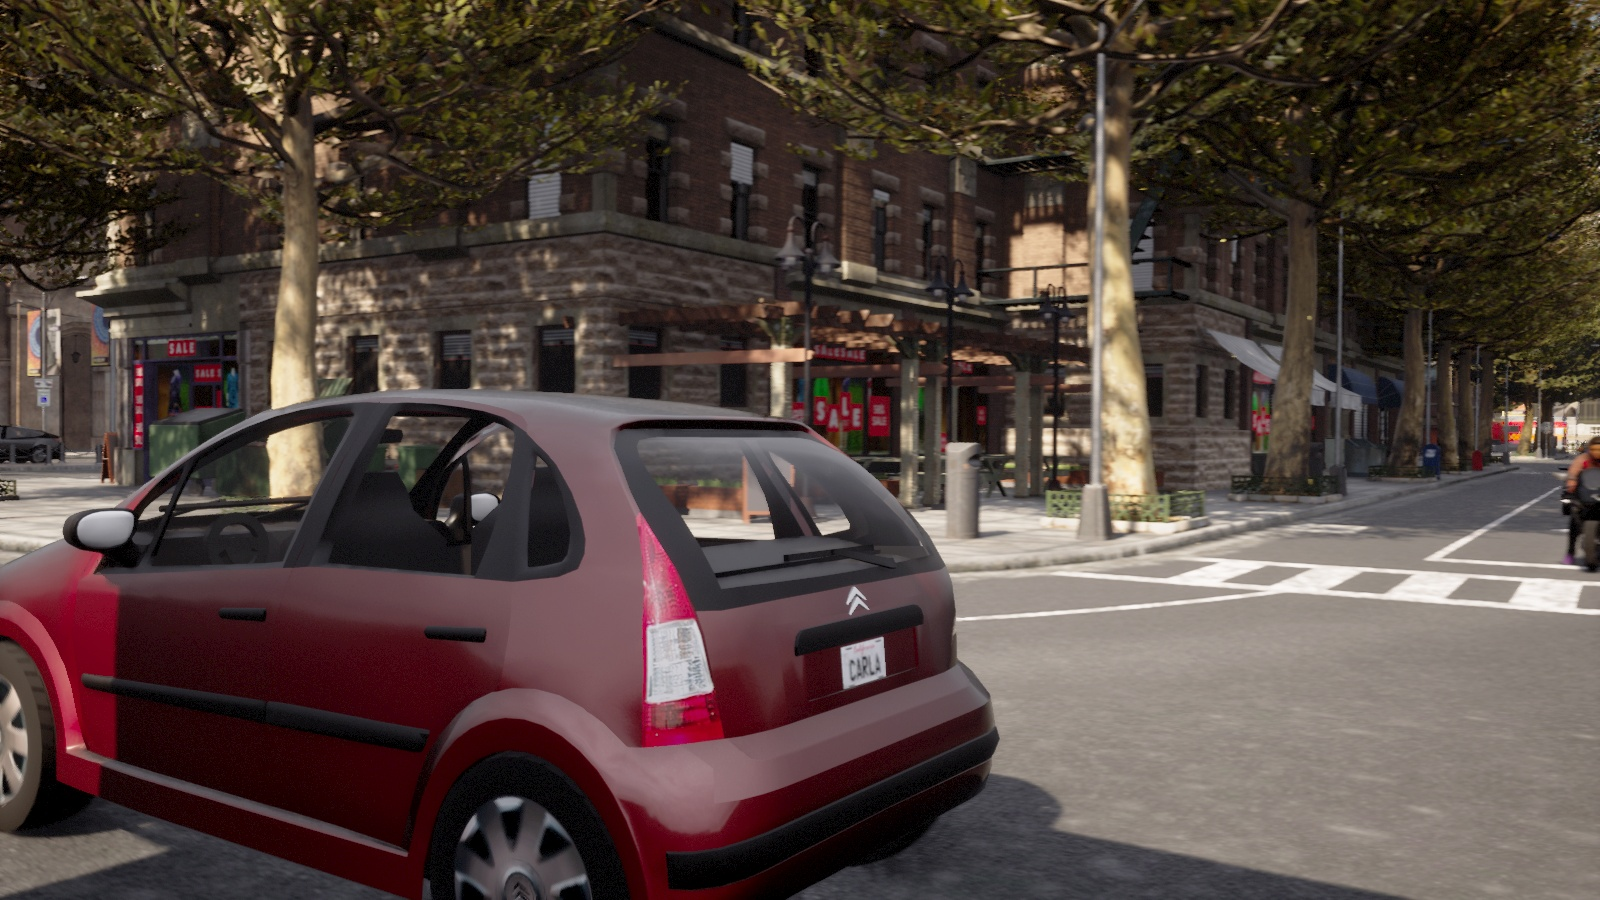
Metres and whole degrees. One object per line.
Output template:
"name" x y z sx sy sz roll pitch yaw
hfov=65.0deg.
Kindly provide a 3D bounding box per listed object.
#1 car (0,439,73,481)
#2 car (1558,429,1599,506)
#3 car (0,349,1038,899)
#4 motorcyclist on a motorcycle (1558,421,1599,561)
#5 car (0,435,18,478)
"car" -29.443 0.376 45.591 2.163 1.488 4.792 0 1 35
"car" 16.559 0.284 25.230 2.033 1.411 5.357 0 1 34
"car" -1.381 0.580 4.539 3.988 1.617 1.851 0 1 34
"motorcyclist on a motorcycle" 9.312 0.431 14.508 0.797 1.523 2.044 0 1 36
"car" -32.290 0.271 47.688 1.851 1.617 3.988 0 1 35
